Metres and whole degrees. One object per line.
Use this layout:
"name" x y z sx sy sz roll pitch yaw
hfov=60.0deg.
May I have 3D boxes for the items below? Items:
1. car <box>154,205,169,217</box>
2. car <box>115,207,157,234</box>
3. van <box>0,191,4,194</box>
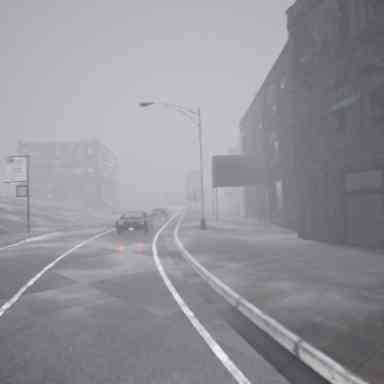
"car" -3.820 2.264 40.129 1.812 1.442 4.674 -2 -2 0
"car" -3.573 1.887 21.450 1.895 1.301 4.718 -2 -1 -2
"van" -41.735 0.720 71.788 1.878 1.987 4.442 -1 -4 -17
